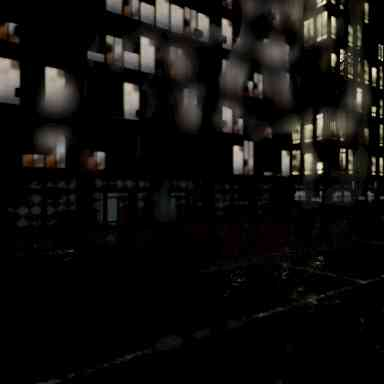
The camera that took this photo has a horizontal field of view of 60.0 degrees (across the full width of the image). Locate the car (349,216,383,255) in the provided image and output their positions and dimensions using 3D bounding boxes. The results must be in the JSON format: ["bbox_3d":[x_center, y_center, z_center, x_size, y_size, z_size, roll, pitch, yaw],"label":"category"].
[{"bbox_3d":[7.253,1.482,11.663,4.206,1.307,1.802,-1,1,-35],"label":"car"}]

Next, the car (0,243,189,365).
[{"bbox_3d":[-2.045,1.553,5.097,4.313,1.339,1.947,-1,1,-35],"label":"car"}]
